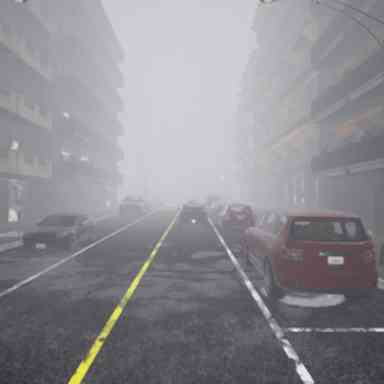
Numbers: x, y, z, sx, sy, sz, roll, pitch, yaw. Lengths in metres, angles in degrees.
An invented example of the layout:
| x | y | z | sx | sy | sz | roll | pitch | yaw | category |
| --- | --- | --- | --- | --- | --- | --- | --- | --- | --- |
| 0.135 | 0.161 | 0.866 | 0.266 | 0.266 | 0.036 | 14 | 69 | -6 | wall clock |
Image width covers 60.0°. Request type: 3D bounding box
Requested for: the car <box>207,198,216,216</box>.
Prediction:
| x | y | z | sx | sy | sz | roll | pitch | yaw | category |
| --- | --- | --- | --- | --- | --- | --- | --- | --- | --- |
| 2.531 | 1.505 | 30.422 | 1.802 | 1.307 | 4.206 | 1 | 0 | 0 | car |

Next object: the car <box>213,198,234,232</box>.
| x | y | z | sx | sy | sz | roll | pitch | yaw | category |
| --- | --- | --- | --- | --- | --- | --- | --- | --- | --- |
| 2.540 | 1.385 | 19.359 | 1.967 | 1.590 | 4.097 | 1 | 0 | 0 | car |

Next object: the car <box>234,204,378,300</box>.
| x | y | z | sx | sy | sz | roll | pitch | yaw | category |
| --- | --- | --- | --- | --- | --- | --- | --- | --- | --- |
| 2.550 | 1.288 | 8.295 | 2.192 | 1.841 | 5.009 | 1 | 0 | 0 | car |

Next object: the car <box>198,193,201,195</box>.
| x | y | z | sx | sy | sz | roll | pitch | yaw | category |
| --- | --- | --- | --- | --- | --- | --- | --- | --- | --- |
| 2.534 | 1.211 | 90.727 | 2.192 | 1.841 | 5.009 | 1 | 0 | 0 | car |

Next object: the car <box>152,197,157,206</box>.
| x | y | z | sx | sy | sz | roll | pitch | yaw | category |
| --- | --- | --- | --- | --- | --- | --- | --- | --- | --- |
| -5.319 | 1.461 | 36.003 | 1.887 | 1.381 | 4.507 | 1 | 0 | 0 | car |

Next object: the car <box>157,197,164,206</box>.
| x | y | z | sx | sy | sz | roll | pitch | yaw | category |
| --- | --- | --- | --- | --- | --- | --- | --- | --- | --- |
| -5.330 | 1.487 | 52.597 | 1.802 | 1.307 | 4.206 | 1 | 0 | 0 | car |

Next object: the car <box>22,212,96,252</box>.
| x | y | z | sx | sy | sz | roll | pitch | yaw | category |
| --- | --- | --- | --- | --- | --- | --- | --- | --- | --- |
| -5.306 | 1.524 | 13.882 | 1.947 | 1.339 | 4.313 | 1 | 0 | 0 | car |

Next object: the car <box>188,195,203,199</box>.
| x | y | z | sx | sy | sz | roll | pitch | yaw | category |
| --- | --- | --- | --- | --- | --- | --- | --- | --- | --- |
| 0.078 | 1.437 | 39.535 | 1.812 | 1.442 | 4.674 | 0 | 0 | 0 | car |

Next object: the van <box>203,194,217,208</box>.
| x | y | z | sx | sy | sz | roll | pitch | yaw | category |
| --- | --- | --- | --- | --- | --- | --- | --- | --- | --- |
| 2.525 | 1.248 | 47.016 | 1.690 | 1.788 | 3.998 | 1 | 0 | 0 | van |

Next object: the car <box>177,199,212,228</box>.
| x | y | z | sx | sy | sz | roll | pitch | yaw | category |
| --- | --- | --- | --- | --- | --- | --- | --- | --- | --- |
| 0.090 | 1.444 | 21.781 | 1.837 | 1.490 | 4.892 | 0 | 0 | 0 | car |

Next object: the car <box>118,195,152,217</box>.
| x | y | z | sx | sy | sz | roll | pitch | yaw | category |
| --- | --- | --- | --- | --- | --- | --- | --- | --- | --- |
| -5.310 | 1.238 | 30.471 | 2.192 | 1.841 | 5.009 | 1 | 0 | 0 | car |

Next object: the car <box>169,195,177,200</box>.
| x | y | z | sx | sy | sz | roll | pitch | yaw | category |
| --- | --- | --- | --- | --- | --- | --- | --- | --- | --- |
| -5.350 | 1.462 | 90.677 | 1.947 | 1.339 | 4.313 | 1 | 0 | 0 | car |

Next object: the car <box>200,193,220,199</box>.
| x | y | z | sx | sy | sz | roll | pitch | yaw | category |
| --- | --- | --- | --- | --- | --- | --- | --- | --- | --- |
| 2.529 | 1.225 | 41.484 | 2.192 | 1.841 | 5.009 | 1 | 0 | 0 | car |
